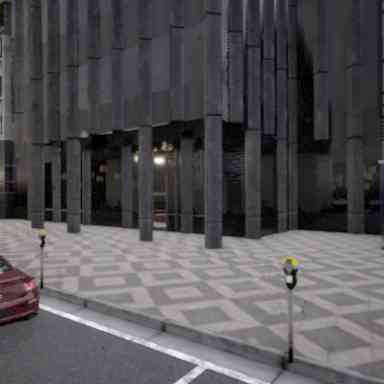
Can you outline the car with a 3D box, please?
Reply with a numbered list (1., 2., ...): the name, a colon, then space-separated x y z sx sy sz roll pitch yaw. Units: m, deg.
1. car: -4.404 1.618 5.988 4.206 1.307 1.802 0 0 36
